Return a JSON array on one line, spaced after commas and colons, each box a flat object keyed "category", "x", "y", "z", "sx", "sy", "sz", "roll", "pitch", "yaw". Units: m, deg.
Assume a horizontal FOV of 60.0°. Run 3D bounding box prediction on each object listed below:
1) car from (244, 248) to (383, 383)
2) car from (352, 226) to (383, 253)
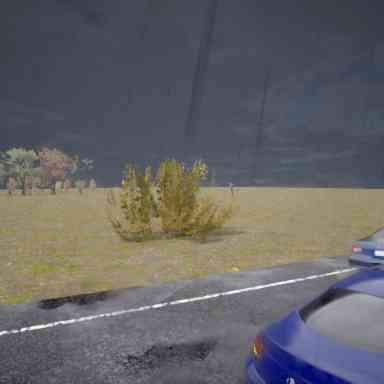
[{"category": "car", "x": 2.700, "y": 1.526, "z": 3.545, "sx": 4.674, "sy": 1.442, "sz": 1.812, "roll": 0, "pitch": 0, "yaw": -29}, {"category": "car", "x": 6.621, "y": 1.549, "z": 9.616, "sx": 5.357, "sy": 1.411, "sz": 2.033, "roll": 0, "pitch": 0, "yaw": -37}]
